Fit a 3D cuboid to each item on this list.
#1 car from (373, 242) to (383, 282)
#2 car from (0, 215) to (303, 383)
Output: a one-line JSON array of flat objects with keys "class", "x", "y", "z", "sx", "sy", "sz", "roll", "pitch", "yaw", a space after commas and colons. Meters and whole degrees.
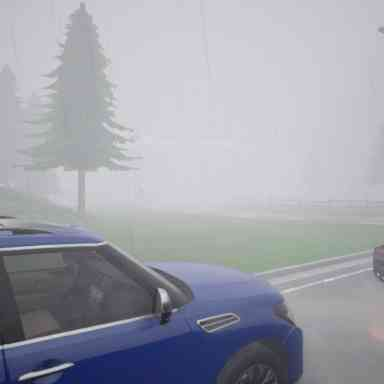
[{"class": "car", "x": 6.433, "y": 1.505, "z": 8.358, "sx": 4.892, "sy": 1.490, "sz": 1.837, "roll": 0, "pitch": 0, "yaw": -35}, {"class": "car", "x": -1.508, "y": 1.222, "z": 2.671, "sx": 5.566, "sy": 2.045, "sz": 2.150, "roll": 0, "pitch": 0, "yaw": -35}]
